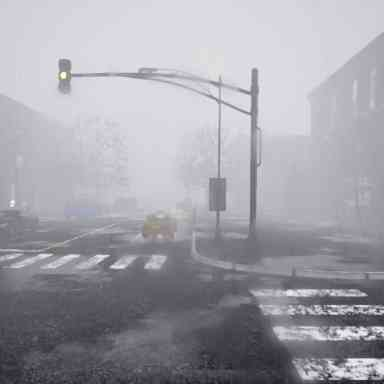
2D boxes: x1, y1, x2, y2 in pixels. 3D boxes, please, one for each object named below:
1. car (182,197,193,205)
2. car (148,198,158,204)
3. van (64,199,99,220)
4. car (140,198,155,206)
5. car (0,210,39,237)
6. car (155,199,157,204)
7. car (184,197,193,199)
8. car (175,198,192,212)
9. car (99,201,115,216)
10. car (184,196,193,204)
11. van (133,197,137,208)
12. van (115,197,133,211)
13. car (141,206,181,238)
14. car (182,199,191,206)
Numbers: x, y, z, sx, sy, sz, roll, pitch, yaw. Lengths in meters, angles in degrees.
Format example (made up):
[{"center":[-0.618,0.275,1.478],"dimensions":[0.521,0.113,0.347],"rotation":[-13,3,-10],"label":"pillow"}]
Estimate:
[{"center":[-1.015,1.983,74.017],"dimensions":[2.192,1.841,5.009],"rotation":[0,0,1],"label":"car"},{"center":[-9.323,2.195,79.670],"dimensions":[1.802,1.307,4.206],"rotation":[0,0,1],"label":"car"},{"center":[-9.975,1.523,29.762],"dimensions":[1.690,1.788,3.998],"rotation":[0,0,1],"label":"van"},{"center":[-9.468,2.084,68.579],"dimensions":[1.947,1.339,4.313],"rotation":[0,0,1],"label":"car"},{"center":[-10.121,1.667,18.669],"dimensions":[1.802,1.307,4.206],"rotation":[0,0,1],"label":"car"},{"center":[-9.395,2.110,74.125],"dimensions":[1.887,1.381,4.507],"rotation":[0,0,1],"label":"car"},{"center":[-1.161,2.139,62.923],"dimensions":[1.947,1.339,4.313],"rotation":[0,0,1],"label":"car"},{"center":[-1.379,1.979,46.286],"dimensions":[2.008,1.369,4.403],"rotation":[0,0,1],"label":"car"},{"center":[-9.904,1.775,35.306],"dimensions":[1.887,1.381,4.507],"rotation":[0,0,1],"label":"car"},{"center":[-0.870,2.079,85.108],"dimensions":[2.192,1.841,5.009],"rotation":[0,0,1],"label":"car"},{"center":[-9.685,1.715,51.944],"dimensions":[1.690,1.788,3.998],"rotation":[0,0,1],"label":"van"},{"center":[-9.758,1.667,46.399],"dimensions":[1.690,1.788,3.998],"rotation":[0,0,1],"label":"van"},{"center":[-1.740,1.715,18.729],"dimensions":[1.752,1.417,4.829],"rotation":[0,0,1],"label":"car"},{"center":[-1.088,2.165,68.469],"dimensions":[1.887,1.381,4.507],"rotation":[0,0,1],"label":"car"}]
